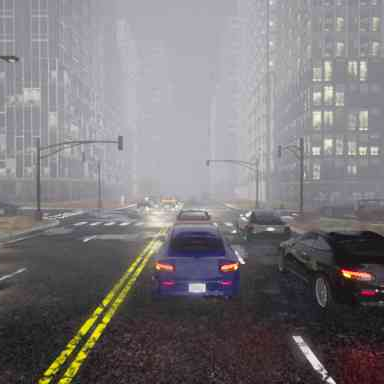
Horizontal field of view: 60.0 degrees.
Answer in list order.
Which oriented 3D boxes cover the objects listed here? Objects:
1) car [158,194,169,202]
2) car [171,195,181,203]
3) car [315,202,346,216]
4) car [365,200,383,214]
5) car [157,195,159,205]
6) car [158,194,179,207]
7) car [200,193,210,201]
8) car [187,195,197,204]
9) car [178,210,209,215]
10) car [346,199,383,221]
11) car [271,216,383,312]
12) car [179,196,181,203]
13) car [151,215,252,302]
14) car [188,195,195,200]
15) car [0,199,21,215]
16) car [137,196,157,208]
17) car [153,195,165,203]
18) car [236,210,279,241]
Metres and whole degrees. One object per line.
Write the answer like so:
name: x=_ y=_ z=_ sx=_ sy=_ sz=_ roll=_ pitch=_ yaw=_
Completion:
car: x=-6.623 y=1.281 z=76.836 sx=2.097 sy=1.767 sz=4.553 roll=0 pitch=0 yaw=0
car: x=-3.360 y=1.415 z=69.124 sx=1.882 sy=1.535 sz=5.008 roll=0 pitch=0 yaw=0
car: x=15.048 y=1.701 z=33.692 sx=4.718 sy=1.301 sz=1.895 roll=0 pitch=1 yaw=1
car: x=21.753 y=1.641 z=36.199 sx=4.829 sy=1.417 sz=1.752 roll=1 pitch=0 yaw=1
car: x=-6.672 y=1.457 z=57.557 sx=1.837 sy=1.490 sz=4.892 roll=0 pitch=0 yaw=0
car: x=-3.421 y=1.440 z=49.218 sx=1.882 sy=1.535 sz=5.008 roll=0 pitch=0 yaw=0
car: x=3.126 y=1.140 z=78.702 sx=2.150 sy=2.045 sz=5.566 roll=0 pitch=0 yaw=0
car: x=0.002 y=1.491 z=64.429 sx=2.033 sy=1.411 sz=5.357 roll=0 pitch=0 yaw=0
car: x=0.075 y=1.591 z=17.321 sx=1.895 sy=1.301 sz=4.718 roll=0 pitch=0 yaw=0
car: x=16.158 y=1.518 z=27.904 sx=5.009 sy=1.841 sz=2.192 roll=1 pitch=0 yaw=1
car: x=3.340 y=1.522 z=7.590 sx=1.812 sy=1.442 sz=4.674 roll=0 pitch=0 yaw=0
car: x=-3.420 y=1.552 z=58.596 sx=1.895 sy=1.301 sz=4.718 roll=0 pitch=0 yaw=0
car: x=0.088 y=1.521 z=8.155 sx=1.812 sy=1.442 sz=4.674 roll=0 pitch=0 yaw=0
car: x=-0.141 y=1.501 z=89.114 sx=1.895 sy=1.301 sz=4.718 roll=0 pitch=0 yaw=0
car: x=-18.509 y=1.356 z=30.991 sx=4.892 sy=1.490 sz=1.837 roll=1 pitch=1 yaw=2
car: x=-6.673 y=1.511 z=47.819 sx=2.033 sy=1.411 sz=5.357 roll=0 pitch=0 yaw=0
car: x=-6.630 y=1.445 z=66.911 sx=1.837 sy=1.490 sz=4.892 roll=0 pitch=0 yaw=0
car: x=3.329 y=1.554 z=16.159 sx=1.994 sy=1.385 sz=4.181 roll=0 pitch=0 yaw=-1
